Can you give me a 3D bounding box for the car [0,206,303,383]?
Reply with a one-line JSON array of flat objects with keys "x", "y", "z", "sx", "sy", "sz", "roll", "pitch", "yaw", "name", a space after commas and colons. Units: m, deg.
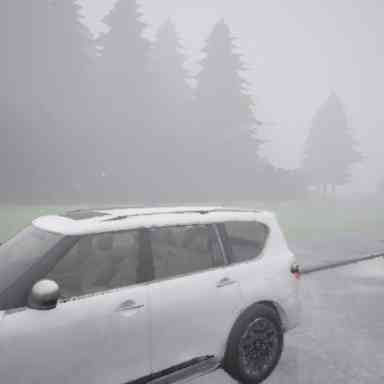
[{"x": -1.068, "y": 1.225, "z": 3.848, "sx": 5.566, "sy": 2.045, "sz": 2.150, "roll": 0, "pitch": 0, "yaw": -36, "name": "car"}]
